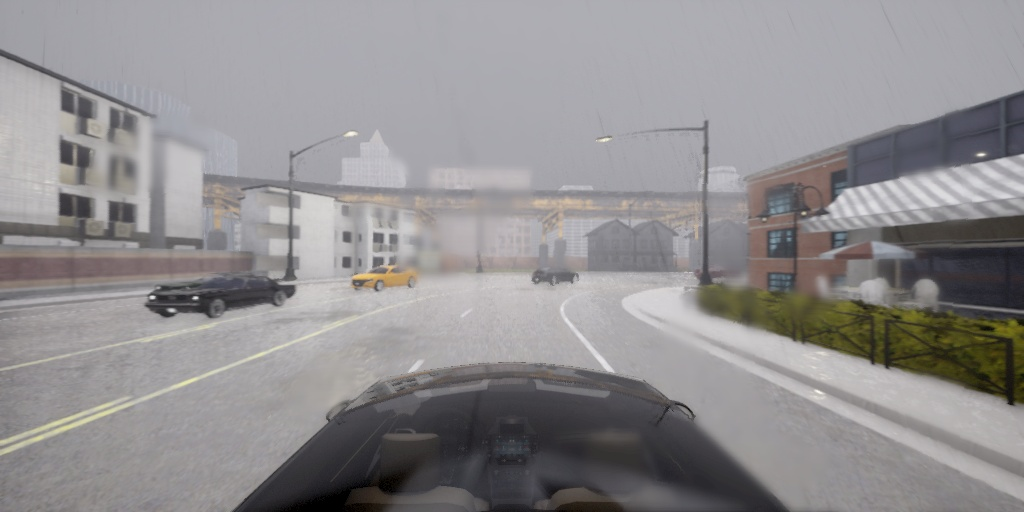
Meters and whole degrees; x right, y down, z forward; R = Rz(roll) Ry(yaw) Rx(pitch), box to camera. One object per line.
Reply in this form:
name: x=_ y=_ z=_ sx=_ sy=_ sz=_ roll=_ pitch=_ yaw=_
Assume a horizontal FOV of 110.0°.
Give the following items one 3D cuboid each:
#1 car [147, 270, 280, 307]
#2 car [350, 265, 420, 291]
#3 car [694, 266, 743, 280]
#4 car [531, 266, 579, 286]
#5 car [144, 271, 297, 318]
car: x=-13.578 y=1.411 z=16.809 sx=1.895 sy=1.301 sz=4.718 roll=0 pitch=-1 yaw=9
car: x=-8.107 y=1.373 z=23.332 sx=1.882 sy=1.535 sz=5.008 roll=0 pitch=0 yaw=23
car: x=21.110 y=1.703 z=36.706 sx=4.674 sy=1.442 sz=1.812 roll=0 pitch=-1 yaw=-4
car: x=3.500 y=1.513 z=28.542 sx=1.837 sy=1.490 sz=4.892 roll=0 pitch=0 yaw=40
car: x=-10.361 y=1.395 z=13.277 sx=1.895 sy=1.301 sz=4.718 roll=0 pitch=-1 yaw=4
